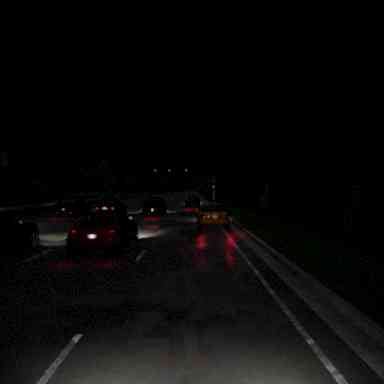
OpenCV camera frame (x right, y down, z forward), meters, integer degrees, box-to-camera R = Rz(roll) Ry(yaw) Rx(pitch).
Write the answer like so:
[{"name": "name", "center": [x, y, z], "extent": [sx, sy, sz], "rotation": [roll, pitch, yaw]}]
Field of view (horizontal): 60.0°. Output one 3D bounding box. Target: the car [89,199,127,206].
[{"name": "car", "center": [-6.893, 1.336, 28.746], "extent": [2.033, 1.411, 5.357], "rotation": [0, 0, 0]}]

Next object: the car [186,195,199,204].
[{"name": "car", "center": [0.014, 1.175, 52.830], "extent": [1.994, 1.385, 4.181], "rotation": [0, 0, 0]}]

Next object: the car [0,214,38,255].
[{"name": "car", "center": [-6.899, 1.397, 10.944], "extent": [1.882, 1.535, 5.008], "rotation": [0, 0, 0]}]

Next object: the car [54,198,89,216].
[{"name": "car", "center": [-10.394, 1.262, 29.333], "extent": [1.882, 1.535, 5.008], "rotation": [0, 0, 0]}]

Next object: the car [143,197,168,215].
[{"name": "car", "center": [-3.393, 1.276, 30.929], "extent": [1.837, 1.490, 4.892], "rotation": [0, 0, 0]}]

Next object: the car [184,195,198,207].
[{"name": "car", "center": [0.064, 1.170, 43.311], "extent": [2.128, 1.511, 4.902], "rotation": [0, 0, 0]}]

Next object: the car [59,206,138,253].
[{"name": "car", "center": [-3.397, 1.465, 13.302], "extent": [1.994, 1.385, 4.181], "rotation": [0, 0, 0]}]

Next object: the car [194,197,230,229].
[{"name": "car", "center": [1.230, 1.305, 20.404], "extent": [1.801, 1.575, 5.366], "rotation": [0, 0, 0]}]
